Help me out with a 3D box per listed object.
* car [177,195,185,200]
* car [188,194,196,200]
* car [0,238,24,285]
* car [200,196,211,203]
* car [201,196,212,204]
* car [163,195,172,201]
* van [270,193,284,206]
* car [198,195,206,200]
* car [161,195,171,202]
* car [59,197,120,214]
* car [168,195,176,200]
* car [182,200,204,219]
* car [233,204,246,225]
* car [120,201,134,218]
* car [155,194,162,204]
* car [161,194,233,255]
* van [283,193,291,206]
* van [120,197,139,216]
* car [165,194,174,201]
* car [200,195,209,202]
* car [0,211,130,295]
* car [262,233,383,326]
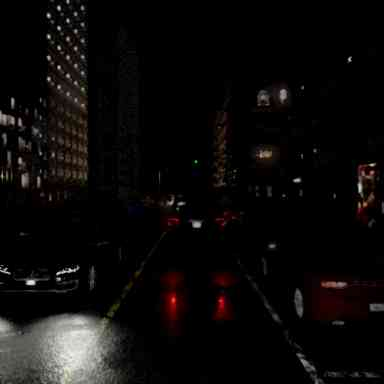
[{"bbox_3d":[-2.993,1.479,88.733,1.994,1.385,4.181,0,0,0],"label":"car"},{"bbox_3d":[0.007,1.360,89.333,1.882,1.535,5.008,0,0,0],"label":"car"},{"bbox_3d":[-5.693,1.554,7.051,1.947,1.339,4.313,0,0,0],"label":"car"},{"bbox_3d":[2.691,1.475,67.058,1.887,1.381,4.507,0,0,0],"label":"car"},{"bbox_3d":[2.690,1.477,61.531,1.887,1.381,4.507,0,0,0],"label":"car"},{"bbox_3d":[-5.688,1.492,78.115,1.947,1.339,4.313,0,0,0],"label":"car"},{"bbox_3d":[13.712,1.049,49.085,3.998,1.788,1.690,-1,1,0],"label":"van"},{"bbox_3d":[2.692,1.492,89.169,1.947,1.339,4.313,0,0,0],"label":"car"},{"bbox_3d":[-5.689,1.472,72.587,1.887,1.381,4.507,0,0,0],"label":"car"},{"bbox_3d":[-5.694,1.287,18.096,2.192,1.841,5.009,0,0,0],"label":"car"},{"bbox_3d":[-5.688,1.453,94.528,1.752,1.417,4.829,0,0,0],"label":"car"},{"bbox_3d":[0.097,1.483,29.482,1.812,1.442,4.674,0,0,0],"label":"car"},{"bbox_3d":[2.688,1.509,23.618,1.887,1.381,4.507,0,0,0],"label":"car"},{"bbox_3d":[-5.692,1.530,23.619,1.947,1.339,4.313,0,0,0],"label":"car"},{"bbox_3d":[-5.691,1.248,61.532,2.192,1.841,5.009,0,0,0],"label":"car"},{"bbox_3d":[0.110,1.194,13.468,2.150,2.045,5.566,0,-1,-1],"label":"car"},{"bbox_3d":[13.734,1.098,40.705,3.998,1.788,1.690,-1,1,0],"label":"van"},{"bbox_3d":[-5.693,1.299,29.142,1.690,1.788,3.998,0,0,0],"label":"van"},{"bbox_3d":[-5.689,1.366,83.643,1.967,1.590,4.097,0,0,0],"label":"car"},{"bbox_3d":[2.691,1.368,72.586,1.967,1.590,4.097,0,0,0],"label":"car"},{"bbox_3d":[-3.098,1.490,8.828,1.837,1.490,4.892,0,0,0],"label":"car"},{"bbox_3d":[2.687,1.533,7.050,1.887,1.381,4.507,0,0,0],"label":"car"}]
